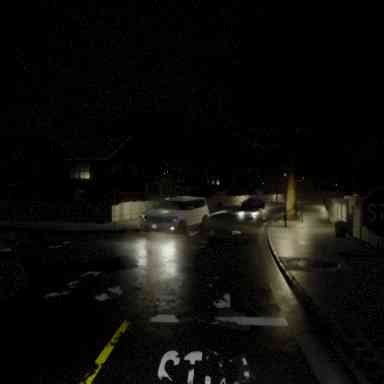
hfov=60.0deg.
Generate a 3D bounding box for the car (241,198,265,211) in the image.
[{"bbox_3d":[7.348,1.442,39.960,1.882,1.535,5.008,0,0,27],"label":"car"}]

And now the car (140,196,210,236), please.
[{"bbox_3d":[-0.752,1.323,19.134,2.150,2.045,5.566,1,1,24],"label":"car"}]
